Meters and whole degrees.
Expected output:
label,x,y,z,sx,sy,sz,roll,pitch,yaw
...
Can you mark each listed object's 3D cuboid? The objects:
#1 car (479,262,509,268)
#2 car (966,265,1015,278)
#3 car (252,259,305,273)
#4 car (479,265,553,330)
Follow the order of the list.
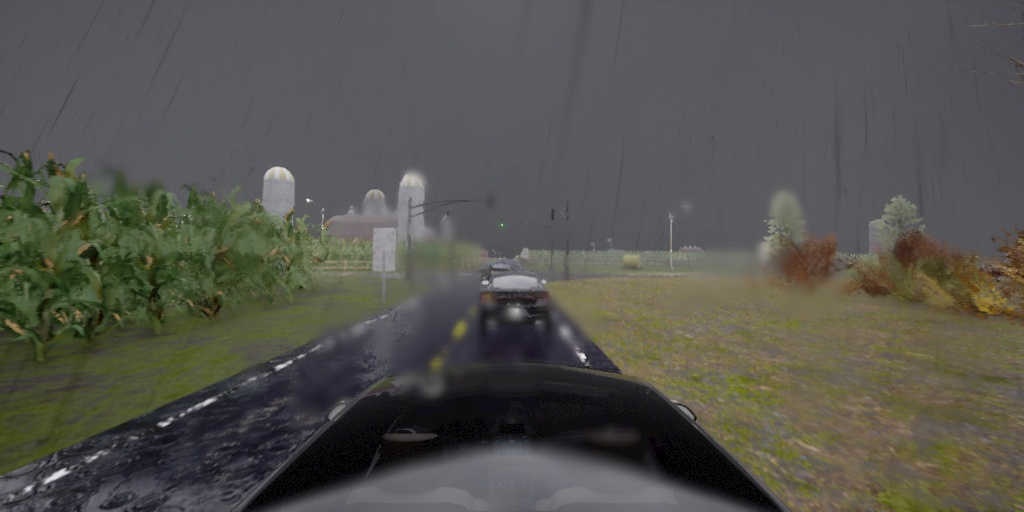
label,x,y,z,sx,sy,sz,roll,pitch,yaw
car,-1.092,1.139,24.590,2.128,1.511,4.902,0,0,-13
car,48.686,1.617,36.952,4.718,1.301,1.895,1,-1,-5
car,-21.297,0.885,32.143,5.008,1.535,1.882,0,-1,-3
car,0.100,1.186,10.940,1.882,1.535,5.008,0,0,0
